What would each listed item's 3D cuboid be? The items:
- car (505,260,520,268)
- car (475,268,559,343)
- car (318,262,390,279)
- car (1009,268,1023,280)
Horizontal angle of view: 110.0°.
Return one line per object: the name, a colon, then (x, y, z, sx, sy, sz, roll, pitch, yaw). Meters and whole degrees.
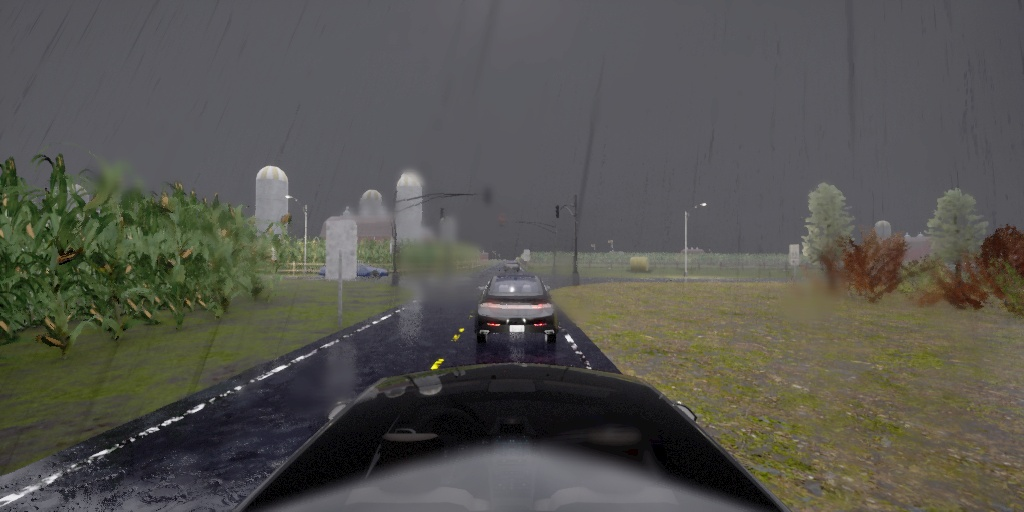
car: (0.036, 1.281, 47.918, 2.128, 1.511, 4.902, 0, 0, 2)
car: (0.102, 1.245, 9.632, 2.128, 1.511, 4.902, 0, 0, 0)
car: (-12.999, 1.186, 29.784, 5.357, 1.411, 2.033, 1, -1, -12)
car: (48.671, 1.720, 33.477, 4.674, 1.442, 1.812, 1, -1, -5)
